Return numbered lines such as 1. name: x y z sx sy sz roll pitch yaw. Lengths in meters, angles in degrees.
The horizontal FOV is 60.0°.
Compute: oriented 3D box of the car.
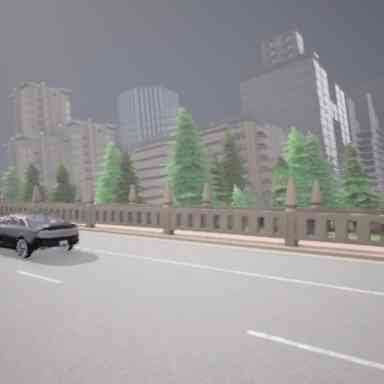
1. car: -6.392 1.541 12.851 4.902 1.511 2.128 0 0 35
